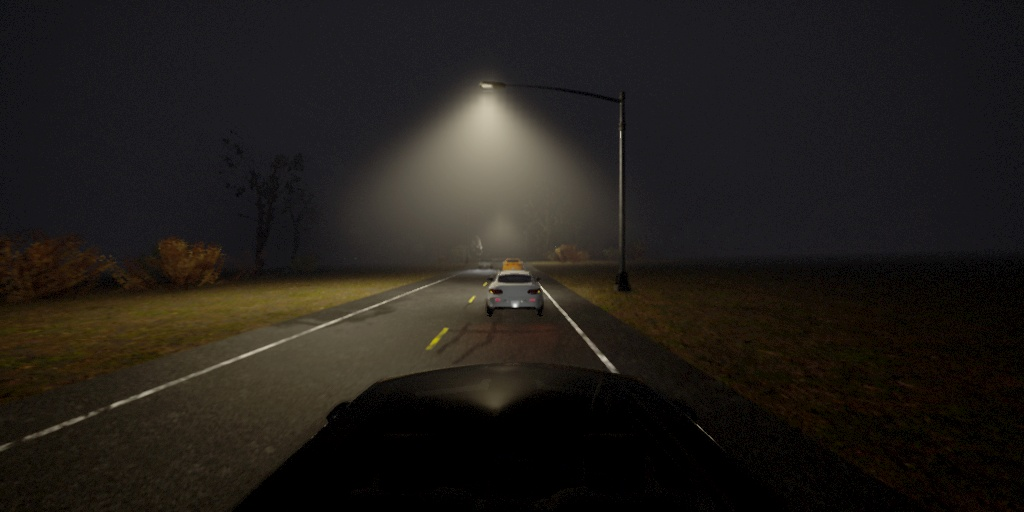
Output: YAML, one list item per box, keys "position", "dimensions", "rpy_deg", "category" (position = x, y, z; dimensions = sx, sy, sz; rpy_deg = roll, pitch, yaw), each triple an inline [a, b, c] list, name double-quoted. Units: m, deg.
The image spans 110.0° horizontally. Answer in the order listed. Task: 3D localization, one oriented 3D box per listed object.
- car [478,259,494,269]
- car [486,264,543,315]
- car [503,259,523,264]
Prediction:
- position: [-3.514, 1.021, 48.562]
  dimensions: [1.895, 1.301, 4.718]
  rpy_deg: [0, 0, 0]
  category: "car"
- position: [0.094, 1.195, 12.941]
  dimensions: [1.812, 1.442, 4.674]
  rpy_deg: [0, 0, 0]
  category: "car"
- position: [0.089, 0.985, 35.596]
  dimensions: [1.882, 1.535, 5.008]
  rpy_deg: [0, 0, 0]
  category: "car"
